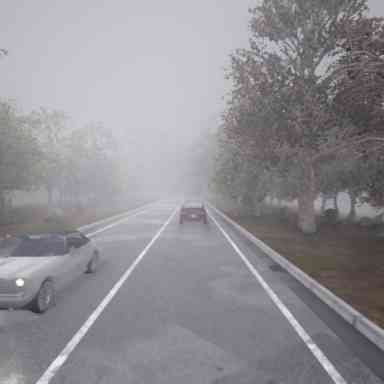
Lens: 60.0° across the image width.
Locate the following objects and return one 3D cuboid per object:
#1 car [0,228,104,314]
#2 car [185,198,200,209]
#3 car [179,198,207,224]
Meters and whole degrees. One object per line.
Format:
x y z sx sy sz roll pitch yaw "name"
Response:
-3.567 1.580 7.668 1.895 1.301 4.718 0 0 0 "car"
0.067 1.437 43.008 1.895 1.301 4.718 0 0 0 "car"
0.078 1.410 24.367 1.882 1.535 5.008 0 0 0 "car"
